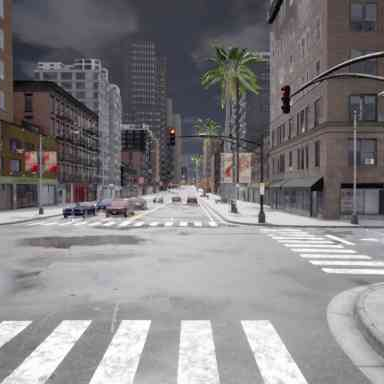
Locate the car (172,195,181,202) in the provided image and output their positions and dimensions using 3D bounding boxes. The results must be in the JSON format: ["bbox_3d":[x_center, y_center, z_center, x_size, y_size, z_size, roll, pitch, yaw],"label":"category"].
[{"bbox_3d":[-3.248,1.436,70.870,2.128,1.511,4.902,0,0,0],"label":"car"}]

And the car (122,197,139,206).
[{"bbox_3d":[-9.897,1.573,53.927,1.895,1.301,4.718,0,0,0],"label":"car"}]

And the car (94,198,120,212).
[{"bbox_3d":[-9.895,1.466,39.148,1.882,1.535,5.008,0,0,0],"label":"car"}]

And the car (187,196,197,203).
[{"bbox_3d":[-0.008,1.499,71.338,1.994,1.385,4.181,0,0,0],"label":"car"}]

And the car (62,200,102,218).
[{"bbox_3d":[-9.884,1.592,29.755,1.895,1.301,4.718,0,0,0],"label":"car"}]

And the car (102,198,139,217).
[{"bbox_3d":[-6.626,1.469,31.097,1.882,1.535,5.008,0,0,1],"label":"car"}]

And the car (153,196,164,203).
[{"bbox_3d":[-6.574,1.456,65.454,2.128,1.511,4.902,0,0,0],"label":"car"}]

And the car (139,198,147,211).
[{"bbox_3d":[-6.646,1.491,40.952,1.837,1.490,4.892,0,0,0],"label":"car"}]

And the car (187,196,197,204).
[{"bbox_3d":[0.032,1.438,61.296,1.882,1.535,5.008,0,0,0],"label":"car"}]
